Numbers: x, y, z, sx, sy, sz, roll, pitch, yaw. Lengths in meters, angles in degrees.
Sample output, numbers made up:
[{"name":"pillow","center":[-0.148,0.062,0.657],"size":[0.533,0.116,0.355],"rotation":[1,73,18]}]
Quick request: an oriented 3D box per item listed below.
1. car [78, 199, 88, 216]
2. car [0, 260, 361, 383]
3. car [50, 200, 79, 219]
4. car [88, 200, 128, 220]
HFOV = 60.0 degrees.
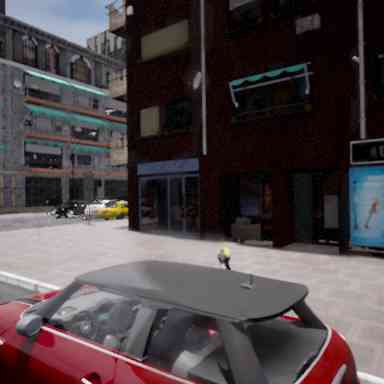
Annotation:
[{"name":"car","center":[-6.502,1.353,27.145],"size":[1.812,1.442,4.674],"rotation":[-1,0,36]},{"name":"car","center":[-0.602,1.444,3.373],"size":[4.097,1.590,1.967],"rotation":[0,-1,35]},{"name":"car","center":[-9.552,1.398,28.226],"size":[1.837,1.490,4.892],"rotation":[-1,0,36]},{"name":"car","center":[-4.935,1.309,24.716],"size":[1.752,1.417,4.829],"rotation":[-1,0,36]}]
